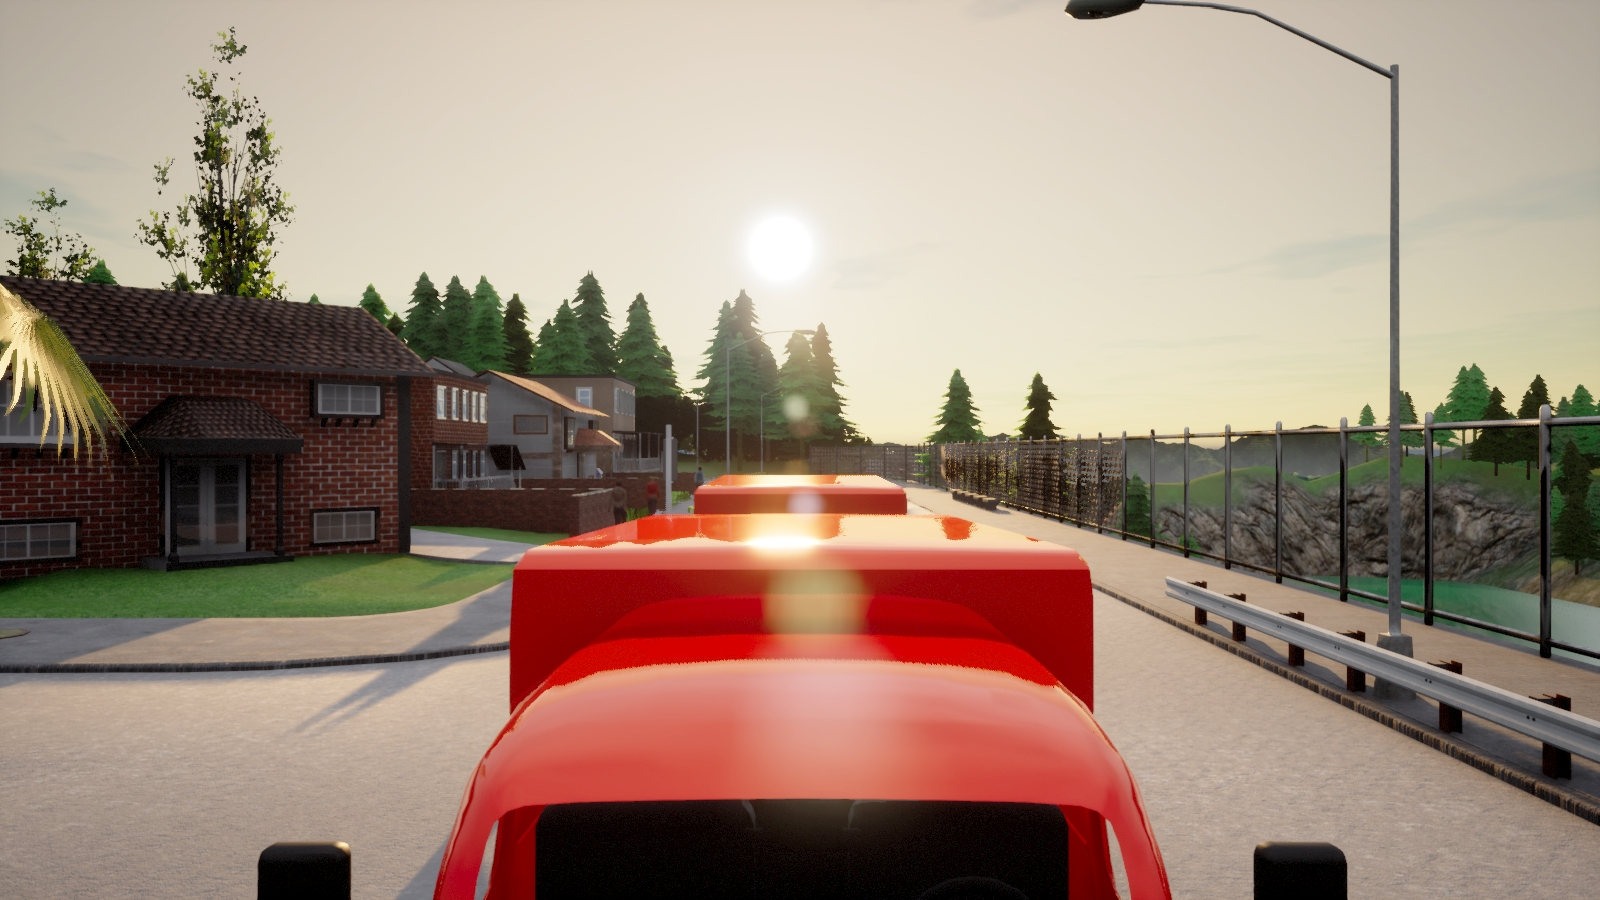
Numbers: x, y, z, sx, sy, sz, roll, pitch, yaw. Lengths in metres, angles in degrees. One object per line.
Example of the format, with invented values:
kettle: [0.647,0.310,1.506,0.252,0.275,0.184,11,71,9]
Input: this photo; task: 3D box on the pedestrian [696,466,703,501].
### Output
pedestrian: [-5.293,1.770,60.248,0.375,1.860,0.375,0,0,0]

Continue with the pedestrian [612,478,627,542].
pedestrian: [-5.303,1.759,33.576,0.375,1.860,0.375,0,0,0]

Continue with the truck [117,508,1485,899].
truck: [0.003,1.579,4.788,2.627,2.467,5.204,0,-1,0]

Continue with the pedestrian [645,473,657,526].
pedestrian: [-5.300,1.762,40.704,0.375,1.860,0.375,0,0,0]
